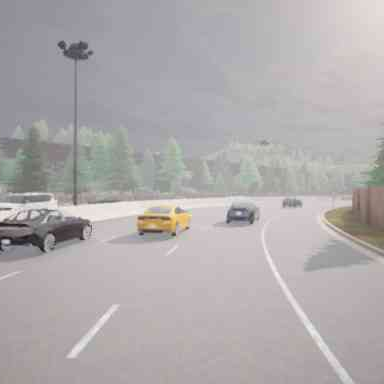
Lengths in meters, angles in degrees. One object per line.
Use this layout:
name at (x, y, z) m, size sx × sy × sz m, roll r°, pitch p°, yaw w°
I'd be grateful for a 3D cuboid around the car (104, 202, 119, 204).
car at (-11.540, 1.250, 43.359) m, size 1.882 × 1.535 × 5.008 m, roll 0°, pitch 0°, yaw 24°

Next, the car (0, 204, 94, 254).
car at (-5.705, 1.407, 13.235) m, size 2.128 × 1.511 × 4.902 m, roll 0°, pitch 0°, yaw 8°

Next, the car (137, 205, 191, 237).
car at (-1.350, 1.407, 17.758) m, size 1.882 × 1.535 × 5.008 m, roll 0°, pitch 0°, yaw 11°

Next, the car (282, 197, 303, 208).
car at (14.356, 1.429, 47.423) m, size 2.128 × 1.511 × 4.902 m, roll 0°, pitch 0°, yaw 33°

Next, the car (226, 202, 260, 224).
car at (3.826, 1.447, 24.438) m, size 2.163 × 1.488 × 4.792 m, roll 0°, pitch 0°, yaw 18°
